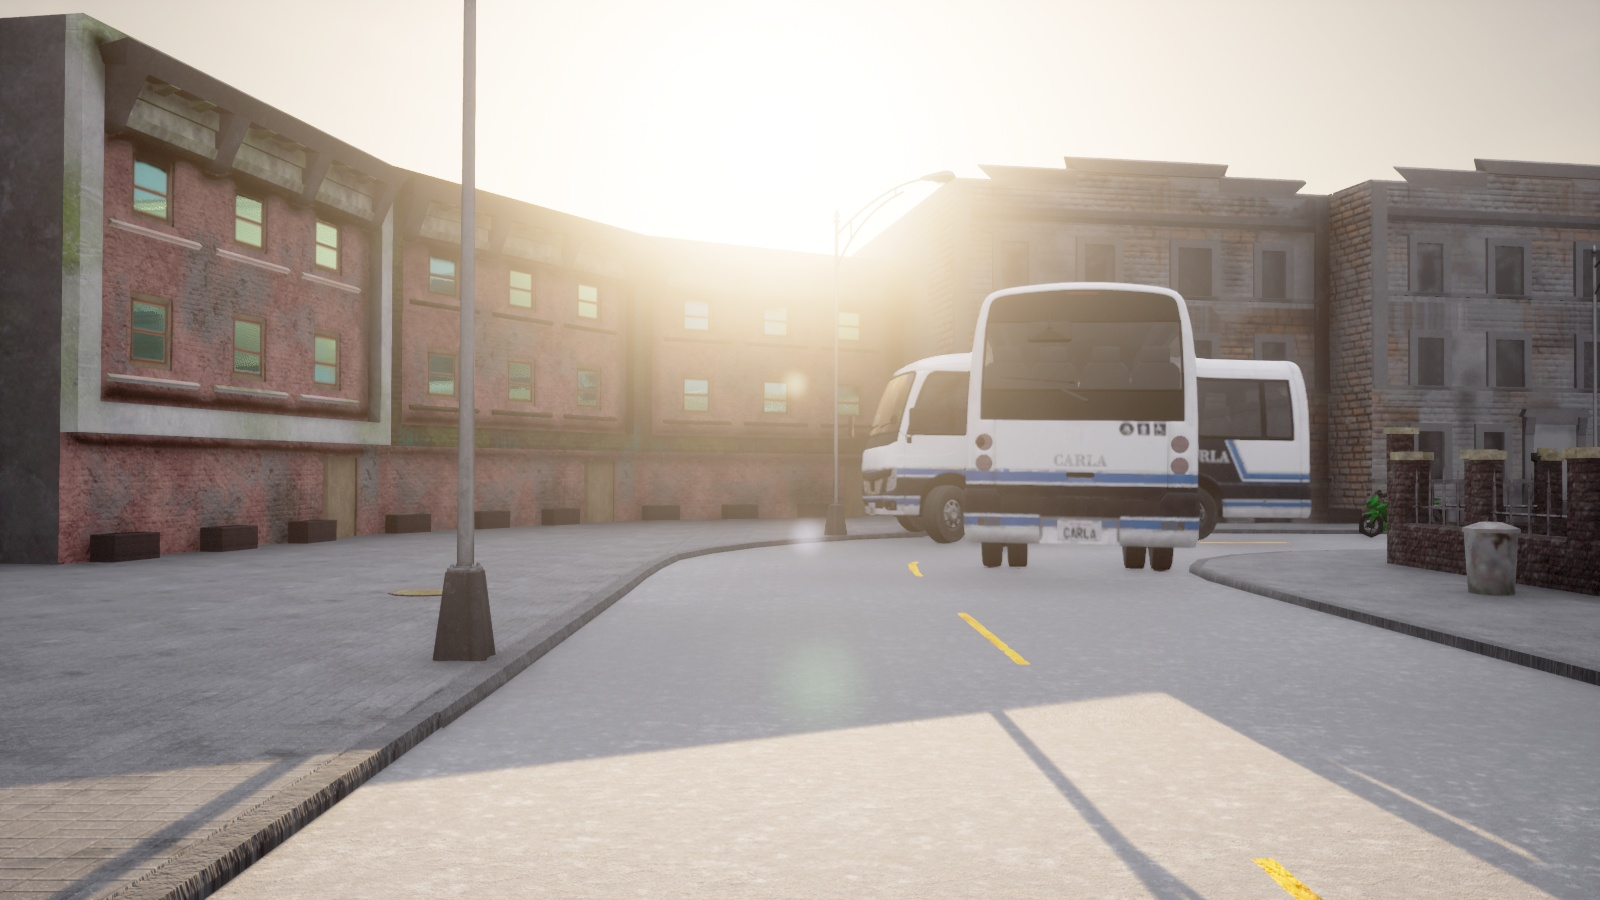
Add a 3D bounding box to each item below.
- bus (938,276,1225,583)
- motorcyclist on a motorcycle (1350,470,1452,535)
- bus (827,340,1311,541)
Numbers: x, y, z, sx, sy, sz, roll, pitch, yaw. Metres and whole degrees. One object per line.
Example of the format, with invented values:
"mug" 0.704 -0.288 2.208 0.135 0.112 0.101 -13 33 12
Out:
"bus" 4.963 -0.196 22.818 3.944 4.253 10.273 0 -1 11
"motorcyclist on a motorcycle" 14.416 1.244 30.164 2.044 1.523 0.797 0 -1 0
"bus" 6.032 -0.115 29.273 10.273 4.253 3.944 0 -2 -8
